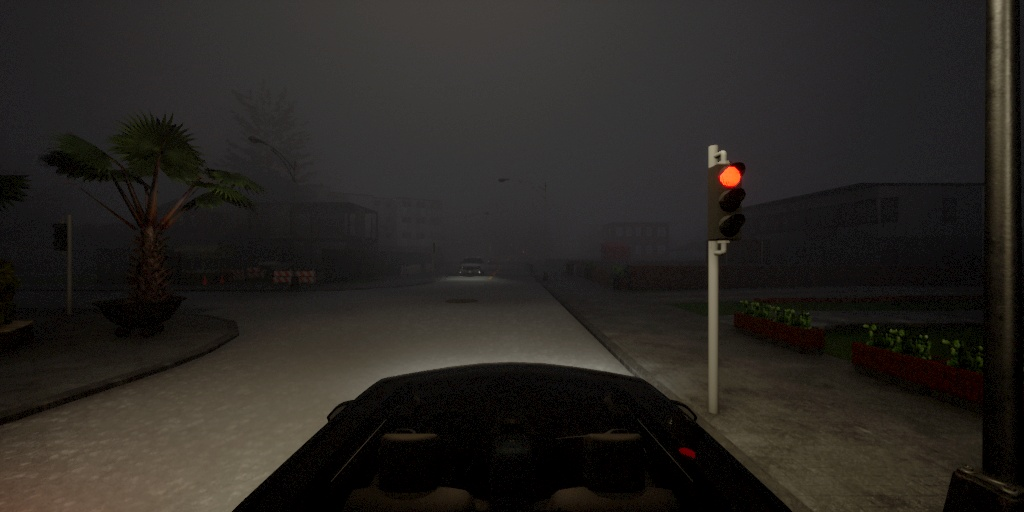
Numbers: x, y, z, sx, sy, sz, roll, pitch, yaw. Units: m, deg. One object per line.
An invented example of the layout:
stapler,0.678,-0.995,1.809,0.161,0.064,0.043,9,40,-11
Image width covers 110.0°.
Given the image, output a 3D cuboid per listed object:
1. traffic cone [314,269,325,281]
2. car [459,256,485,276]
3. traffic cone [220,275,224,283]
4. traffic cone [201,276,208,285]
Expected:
traffic cone,-15.750,1.558,29.347,0.344,0.586,0.344,0,0,0
car,-3.997,1.083,36.806,2.150,2.045,5.566,0,1,0
traffic cone,-19.797,1.566,24.464,0.344,0.586,0.344,0,0,0
traffic cone,-20.317,1.595,23.744,0.344,0.586,0.344,0,0,0
